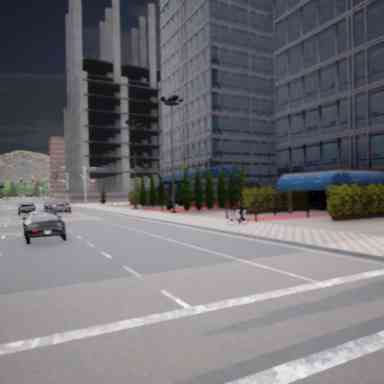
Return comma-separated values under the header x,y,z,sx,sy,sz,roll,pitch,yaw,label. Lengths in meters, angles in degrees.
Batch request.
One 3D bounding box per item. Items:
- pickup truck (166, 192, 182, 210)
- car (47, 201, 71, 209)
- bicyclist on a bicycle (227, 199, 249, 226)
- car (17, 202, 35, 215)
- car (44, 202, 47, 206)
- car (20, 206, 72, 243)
x,y,z,sx,sy,sz,roll,pitch,yaw,label
-1.676,1.099,41.049,2.390,2.098,6.274,-1,0,2,pickup truck
-15.287,1.814,38.815,2.128,1.511,4.902,-1,0,-28,car
2.825,1.245,20.435,1.656,1.620,0.582,-2,0,-28,bicyclist on a bicycle
-19.743,1.907,39.768,2.128,1.511,4.902,-1,0,-28,car
-20.089,1.971,47.711,2.033,1.411,5.357,-1,0,-28,car
-7.679,1.687,17.236,1.812,1.442,4.674,-1,0,-28,car
